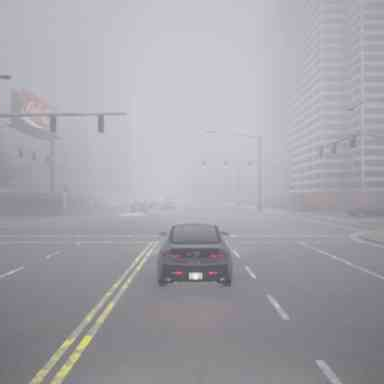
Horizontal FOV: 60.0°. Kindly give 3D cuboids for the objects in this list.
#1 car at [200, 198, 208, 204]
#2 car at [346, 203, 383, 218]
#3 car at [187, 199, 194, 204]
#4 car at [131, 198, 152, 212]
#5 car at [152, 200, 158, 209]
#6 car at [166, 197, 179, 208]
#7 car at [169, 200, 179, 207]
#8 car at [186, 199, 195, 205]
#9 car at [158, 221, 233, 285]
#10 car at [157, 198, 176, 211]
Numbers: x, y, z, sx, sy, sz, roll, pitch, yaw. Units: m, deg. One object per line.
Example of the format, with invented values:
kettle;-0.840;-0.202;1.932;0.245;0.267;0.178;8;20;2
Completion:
car;3.139;2.311;87.327;2.097;1.767;4.553;0;-1;0
car;18.536;1.852;34.248;5.008;1.535;1.882;0;-1;0
car;-0.361;2.480;87.299;1.812;1.442;4.674;0;-1;0
car;-7.292;2.001;46.377;2.128;1.511;4.902;0;-1;0
car;-7.310;2.211;55.640;1.895;1.301;4.718;0;-1;0
car;-3.809;1.878;59.927;2.150;2.045;5.566;0;-1;0
car;-3.788;2.362;69.968;1.895;1.301;4.718;0;-1;0
car;-0.318;2.439;77.086;1.895;1.301;4.718;0;-1;0
car;0.065;1.616;9.795;1.837;1.490;4.892;0;0;0
car;-3.785;2.078;50.346;1.812;1.442;4.674;0;-1;0
